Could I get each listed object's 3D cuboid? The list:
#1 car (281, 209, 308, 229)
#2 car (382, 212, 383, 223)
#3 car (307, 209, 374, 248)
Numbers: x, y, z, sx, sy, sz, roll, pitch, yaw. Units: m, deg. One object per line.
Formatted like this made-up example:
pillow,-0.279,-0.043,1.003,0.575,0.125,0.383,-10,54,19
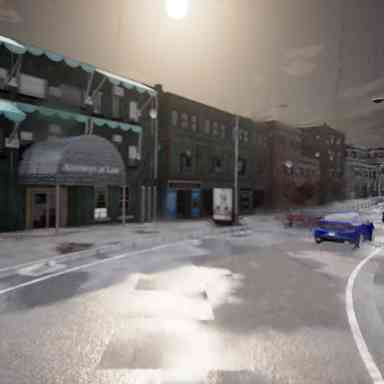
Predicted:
car,7.810,1.838,22.653,1.895,1.301,4.718,2,0,38
car,19.145,2.128,31.062,1.882,1.535,5.008,2,0,38
car,7.488,1.701,16.195,1.882,1.535,5.008,2,0,37
